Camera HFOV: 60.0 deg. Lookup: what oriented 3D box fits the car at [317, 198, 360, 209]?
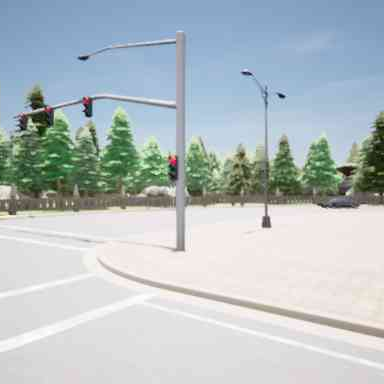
[{"bbox_3d":[19.256,1.490,43.757,5.357,1.411,2.033,0,0,-11],"label":"car"}]
